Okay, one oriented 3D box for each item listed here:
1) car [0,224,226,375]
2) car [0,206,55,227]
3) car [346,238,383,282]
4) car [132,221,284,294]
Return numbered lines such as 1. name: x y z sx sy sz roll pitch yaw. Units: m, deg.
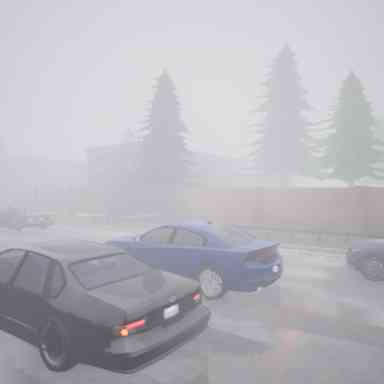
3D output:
1. car: -2.304 1.547 5.634 5.357 1.411 2.033 0 0 35
2. car: -10.453 1.546 20.040 5.357 1.411 2.033 0 0 35
3. car: 6.317 1.526 8.072 4.674 1.442 1.812 0 0 35
4. car: -0.248 1.477 8.466 5.008 1.535 1.882 0 0 35
